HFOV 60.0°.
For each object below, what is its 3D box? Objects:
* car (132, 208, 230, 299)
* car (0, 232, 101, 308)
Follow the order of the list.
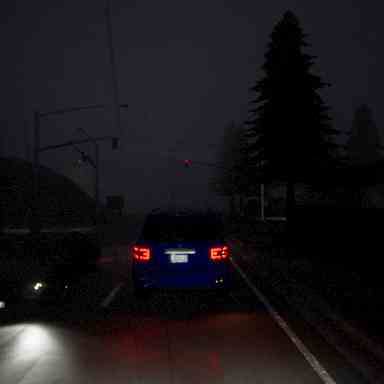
[{"bbox_3d":[-0.240,1.439,9.239,2.150,2.045,5.566,0,-1,0],"label":"car"},{"bbox_3d":[-3.841,1.826,9.002,2.033,1.411,5.357,-2,-1,-3],"label":"car"}]
